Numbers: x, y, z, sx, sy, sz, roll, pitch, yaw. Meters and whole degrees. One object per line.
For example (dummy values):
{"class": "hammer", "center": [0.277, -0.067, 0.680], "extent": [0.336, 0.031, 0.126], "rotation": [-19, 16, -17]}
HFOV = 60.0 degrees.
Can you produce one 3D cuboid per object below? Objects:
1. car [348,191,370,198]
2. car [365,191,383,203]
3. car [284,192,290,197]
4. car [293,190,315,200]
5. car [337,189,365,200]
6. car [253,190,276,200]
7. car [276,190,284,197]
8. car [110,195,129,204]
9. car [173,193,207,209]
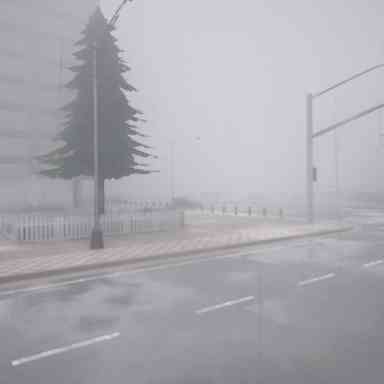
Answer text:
{"class": "car", "center": [37.176, 0.487, 74.054], "extent": [1.784, 1.438, 3.905], "rotation": [-1, 0, -36]}
{"class": "car", "center": [26.673, 0.580, 45.094], "extent": [1.932, 1.855, 4.605], "rotation": [-1, 0, -36]}
{"class": "car", "center": [21.502, 0.380, 81.437], "extent": [1.932, 1.855, 4.605], "rotation": [-1, 0, -36]}
{"class": "car", "center": [21.095, 0.757, 62.515], "extent": [1.970, 1.475, 3.806], "rotation": [-1, 0, -36]}
{"class": "car", "center": [34.781, 0.312, 72.419], "extent": [1.932, 1.855, 4.605], "rotation": [-1, 0, -36]}
{"class": "car", "center": [16.997, 0.689, 78.153], "extent": [1.970, 1.475, 3.806], "rotation": [-1, 0, -36]}
{"class": "car", "center": [19.352, 0.623, 79.836], "extent": [1.784, 1.438, 3.905], "rotation": [-1, 0, -36]}
{"class": "car", "center": [-12.613, 1.260, 57.617], "extent": [1.812, 1.442, 4.674], "rotation": [-1, 0, -36]}
{"class": "car", "center": [-0.613, 1.251, 40.830], "extent": [1.812, 1.442, 4.674], "rotation": [-1, 1, -36]}
